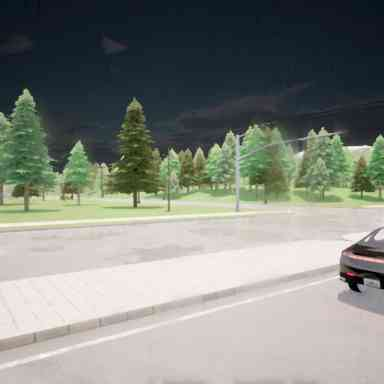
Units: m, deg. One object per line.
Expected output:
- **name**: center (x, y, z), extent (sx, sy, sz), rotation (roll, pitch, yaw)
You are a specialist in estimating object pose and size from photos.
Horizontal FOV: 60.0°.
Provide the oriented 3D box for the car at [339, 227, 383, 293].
- **car**: center (5.356, 1.491, 7.625), extent (4.902, 1.511, 2.128), rotation (0, 0, -35)
